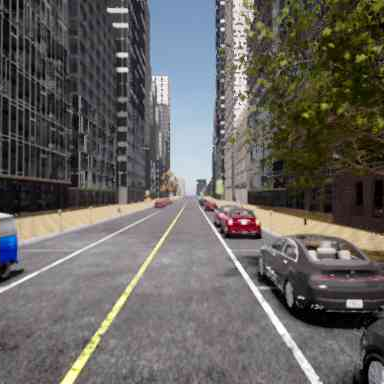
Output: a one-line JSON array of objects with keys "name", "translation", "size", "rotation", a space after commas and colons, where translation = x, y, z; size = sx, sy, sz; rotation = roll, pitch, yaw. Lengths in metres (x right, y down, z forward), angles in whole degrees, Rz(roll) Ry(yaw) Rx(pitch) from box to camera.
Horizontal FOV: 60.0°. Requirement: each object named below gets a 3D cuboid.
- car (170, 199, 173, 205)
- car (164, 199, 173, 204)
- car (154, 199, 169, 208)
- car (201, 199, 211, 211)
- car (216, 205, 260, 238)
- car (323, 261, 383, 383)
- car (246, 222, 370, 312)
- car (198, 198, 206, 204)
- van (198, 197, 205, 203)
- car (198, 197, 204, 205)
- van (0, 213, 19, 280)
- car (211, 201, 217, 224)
[{"name": "car", "translation": [-5.722, 2.249, 76.001], "size": [1.887, 1.381, 4.507], "rotation": [0, 0, 0]}, {"name": "car", "translation": [-5.725, 2.317, 81.694], "size": [1.947, 1.339, 4.313], "rotation": [0, 0, 0]}, {"name": "car", "translation": [-5.715, 2.105, 58.924], "size": [1.887, 1.381, 4.507], "rotation": [0, 0, 0]}, {"name": "car", "translation": [2.671, 2.004, 47.537], "size": [1.887, 1.381, 4.507], "rotation": [0, -1, 0]}, {"name": "car", "translation": [2.683, 1.632, 19.077], "size": [1.967, 1.590, 4.097], "rotation": [0, -1, 0]}, {"name": "car", "translation": [2.691, 1.573, 1.999], "size": [2.008, 1.369, 4.403], "rotation": [0, -1, 0]}, {"name": "car", "translation": [2.688, 1.631, 7.691], "size": [2.008, 1.369, 4.403], "rotation": [0, -1, 0]}, {"name": "car", "translation": [2.653, 2.363, 87.381], "size": [1.947, 1.339, 4.313], "rotation": [0, 0, 0]}, {"name": "van", "translation": [2.651, 2.184, 93.076], "size": [1.690, 1.788, 3.998], "rotation": [0, 0, 0]}, {"name": "car", "translation": [2.663, 2.174, 64.613], "size": [1.947, 1.339, 4.313], "rotation": [0, 0, 0]}, {"name": "van", "translation": [-5.692, 1.422, 7.693], "size": [1.690, 1.788, 3.998], "rotation": [0, -1, 0]}, {"name": "car", "translation": [2.680, 1.687, 24.769], "size": [1.967, 1.590, 4.097], "rotation": [0, -1, 0]}]
